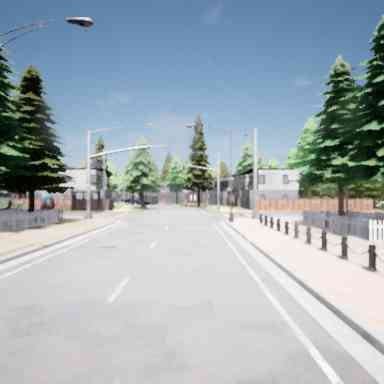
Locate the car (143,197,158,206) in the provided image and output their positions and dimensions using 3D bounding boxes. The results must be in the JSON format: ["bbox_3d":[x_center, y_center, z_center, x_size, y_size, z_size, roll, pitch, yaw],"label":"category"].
[{"bbox_3d":[-9.794,2.286,73.569,2.033,1.411,5.357,0,-1,-22],"label":"car"}]

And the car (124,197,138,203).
[{"bbox_3d":[-16.573,2.112,90.514,2.097,1.767,4.553,1,-1,-45],"label":"car"}]
